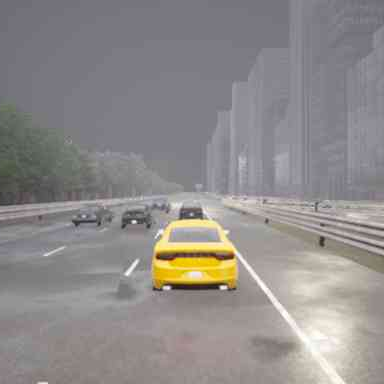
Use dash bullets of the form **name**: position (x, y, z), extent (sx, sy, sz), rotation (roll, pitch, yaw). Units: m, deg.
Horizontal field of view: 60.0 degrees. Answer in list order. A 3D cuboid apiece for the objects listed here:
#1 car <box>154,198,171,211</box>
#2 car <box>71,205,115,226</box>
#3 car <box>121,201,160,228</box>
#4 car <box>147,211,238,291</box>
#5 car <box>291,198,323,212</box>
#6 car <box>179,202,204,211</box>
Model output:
- **car**: position (-3.634, 1.484, 39.079), extent (2.097, 1.767, 4.553), rotation (0, 0, 0)
- **car**: position (-7.042, 1.638, 24.107), extent (2.033, 1.411, 5.357), rotation (0, 0, 0)
- **car**: position (-3.532, 1.580, 22.660), extent (1.837, 1.490, 4.892), rotation (0, 0, 0)
- **car**: position (0.050, 1.502, 9.105), extent (1.882, 1.535, 5.008), rotation (0, 0, 0)
- **car**: position (14.769, 1.539, 43.043), extent (2.097, 1.767, 4.553), rotation (0, 0, -18)
- **car**: position (-0.063, 1.558, 27.539), extent (1.882, 1.535, 5.008), rotation (0, 0, 0)
